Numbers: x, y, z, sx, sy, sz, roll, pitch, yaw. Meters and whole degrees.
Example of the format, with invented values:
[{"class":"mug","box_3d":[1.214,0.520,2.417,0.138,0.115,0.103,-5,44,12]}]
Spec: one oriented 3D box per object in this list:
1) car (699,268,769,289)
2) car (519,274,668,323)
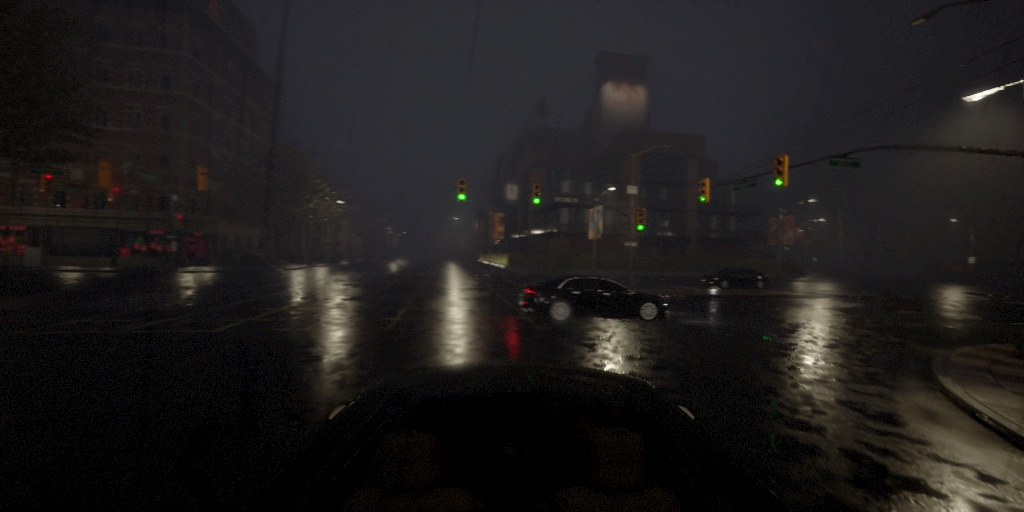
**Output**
[{"class":"car","box_3d":[16.030,1.596,25.969,4.892,1.490,1.837,1,0,-10]},{"class":"car","box_3d":[2.687,1.365,11.837,4.892,1.490,1.837,3,0,-10]}]
